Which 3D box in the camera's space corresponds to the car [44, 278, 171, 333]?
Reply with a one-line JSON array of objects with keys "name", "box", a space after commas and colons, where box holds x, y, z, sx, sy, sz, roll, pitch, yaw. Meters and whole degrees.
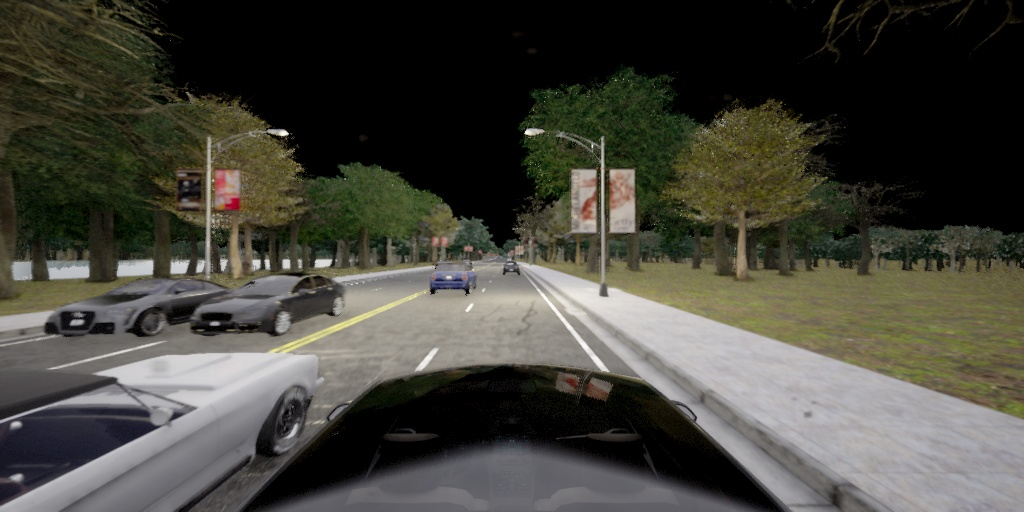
[{"name": "car", "box": [-9.864, 1.318, 10.120, 1.994, 1.385, 4.181, 0, 0, 0]}]

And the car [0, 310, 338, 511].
[{"name": "car", "box": [-3.151, 1.351, 2.111, 1.895, 1.301, 4.718, 0, 0, 0]}]

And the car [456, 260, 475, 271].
[{"name": "car", "box": [-6.839, 1.344, 52.824, 2.128, 1.511, 4.902, 0, 0, 0]}]

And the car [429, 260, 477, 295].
[{"name": "car", "box": [-3.196, 1.120, 20.222, 2.097, 1.767, 4.553, 0, 0, 0]}]

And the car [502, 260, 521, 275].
[{"name": "car", "box": [-0.074, 1.340, 41.102, 1.812, 1.442, 4.674, 0, 0, 0]}]

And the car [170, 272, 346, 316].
[{"name": "car", "box": [-6.614, 1.259, 10.405, 1.837, 1.490, 4.892, 0, 0, 0]}]
